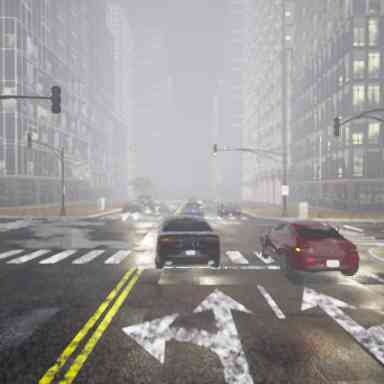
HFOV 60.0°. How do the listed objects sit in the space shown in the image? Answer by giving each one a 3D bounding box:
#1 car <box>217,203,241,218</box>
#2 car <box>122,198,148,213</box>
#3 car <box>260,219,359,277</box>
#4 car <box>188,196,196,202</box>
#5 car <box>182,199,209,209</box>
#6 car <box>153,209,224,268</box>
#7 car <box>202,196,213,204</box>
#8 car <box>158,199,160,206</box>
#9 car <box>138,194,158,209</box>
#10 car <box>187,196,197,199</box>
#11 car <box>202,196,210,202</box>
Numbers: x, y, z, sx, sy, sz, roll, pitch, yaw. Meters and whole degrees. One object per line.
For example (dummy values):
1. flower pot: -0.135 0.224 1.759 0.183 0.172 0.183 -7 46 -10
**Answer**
1. car: 3.367 1.677 31.216 1.895 1.301 4.718 0 0 0
2. car: -6.581 1.657 37.741 1.994 1.385 4.181 0 0 0
3. car: 3.354 1.564 10.214 1.812 1.442 4.674 0 -1 0
4. car: 0.021 1.720 78.468 1.994 1.385 4.181 0 0 0
5. car: 0.125 1.582 28.573 2.033 1.411 5.357 0 -1 0
6. car: -0.303 1.536 11.471 1.882 1.535 5.008 1 -1 -6
7. car: 3.269 1.669 69.014 2.128 1.511 4.902 0 0 0
8. car: -6.486 1.656 56.914 1.812 1.442 4.674 0 0 0
9. car: -6.563 1.333 46.775 2.150 2.045 5.566 0 0 0
10. car: 0.018 1.654 68.029 1.837 1.490 4.892 0 0 0
11. car: 3.271 1.692 78.877 1.812 1.442 4.674 0 0 0
